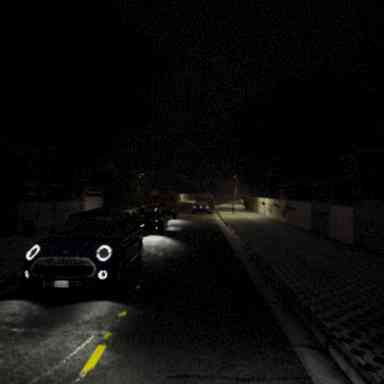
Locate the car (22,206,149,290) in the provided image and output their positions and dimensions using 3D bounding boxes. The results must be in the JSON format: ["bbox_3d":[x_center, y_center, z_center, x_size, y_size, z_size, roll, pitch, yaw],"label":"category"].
[{"bbox_3d":[-2.681,1.330,9.199,2.097,1.767,4.553,0,0,1],"label":"car"}]

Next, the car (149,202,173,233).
[{"bbox_3d":[-2.457,1.529,19.093,1.994,1.385,4.181,0,0,2],"label":"car"}]

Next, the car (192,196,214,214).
[{"bbox_3d":[1.002,1.501,34.714,2.033,1.411,5.357,0,0,3],"label":"car"}]

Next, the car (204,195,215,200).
[{"bbox_3d":[2.203,1.407,48.045,1.882,1.535,5.008,0,0,7],"label":"car"}]

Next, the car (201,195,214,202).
[{"bbox_3d":[3.330,1.357,71.146,1.882,1.535,5.008,0,0,13],"label":"car"}]

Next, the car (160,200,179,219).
[{"bbox_3d":[-2.185,1.476,29.074,1.812,1.442,4.674,0,0,2],"label":"car"}]
